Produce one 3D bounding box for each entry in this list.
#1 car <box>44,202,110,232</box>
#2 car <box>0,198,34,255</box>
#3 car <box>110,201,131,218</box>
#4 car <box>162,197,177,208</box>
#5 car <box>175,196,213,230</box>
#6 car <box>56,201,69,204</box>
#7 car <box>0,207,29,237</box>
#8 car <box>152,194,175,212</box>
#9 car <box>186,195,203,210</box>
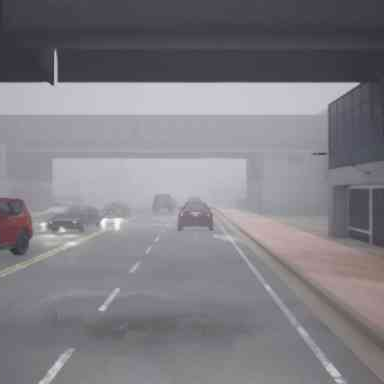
[{"bbox_3d":[-6.964,1.544,20.525,2.033,1.411,5.357,0,0,1],"label":"car"},{"bbox_3d":[-7.034,1.215,10.274,2.150,2.045,5.566,0,0,0],"label":"car"},{"bbox_3d":[-6.900,1.562,30.446,1.994,1.385,4.181,0,0,0],"label":"car"},{"bbox_3d":[-3.208,1.532,48.398,1.812,1.442,4.674,0,0,0],"label":"car"},{"bbox_3d":[0.223,1.357,21.265,2.097,1.767,4.553,0,0,0],"label":"car"},{"bbox_3d":[-10.422,1.519,27.332,1.812,1.442,4.674,0,0,1],"label":"car"},{"bbox_3d":[-10.494,1.555,17.212,1.994,1.385,4.181,0,0,0],"label":"car"},{"bbox_3d":[-3.274,1.226,38.331,2.150,2.045,5.566,0,0,0],"label":"car"},{"bbox_3d":[0.352,1.363,44.419,2.097,1.767,4.553,0,0,2],"label":"car"}]
